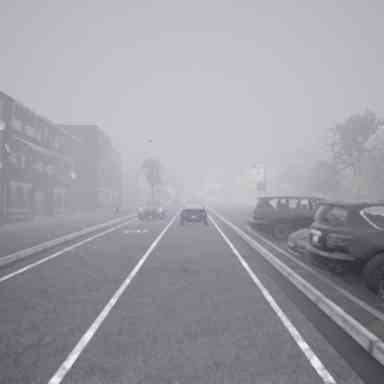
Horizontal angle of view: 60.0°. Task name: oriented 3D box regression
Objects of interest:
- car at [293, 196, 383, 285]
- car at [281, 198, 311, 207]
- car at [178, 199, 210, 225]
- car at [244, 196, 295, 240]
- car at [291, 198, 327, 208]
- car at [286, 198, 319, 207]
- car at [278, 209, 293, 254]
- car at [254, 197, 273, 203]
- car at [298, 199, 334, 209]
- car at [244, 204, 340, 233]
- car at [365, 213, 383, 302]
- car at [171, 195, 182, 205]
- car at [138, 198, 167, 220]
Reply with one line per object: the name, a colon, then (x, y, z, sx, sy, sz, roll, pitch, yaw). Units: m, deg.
car: (5.630, 1.209, 7.961, 5.566, 2.045, 2.435, 0, 0, 0)
car: (18.763, 1.859, 60.096, 4.674, 1.452, 2.002, 0, 0, 0)
car: (0.127, 1.534, 24.702, 1.882, 1.535, 5.008, 0, 0, 0)
car: (5.640, 1.224, 16.371, 5.566, 2.045, 2.435, 0, 0, 0)
car: (18.760, 1.763, 53.547, 5.008, 1.535, 2.097, 0, 0, 0)
car: (18.755, 1.792, 56.820, 4.892, 1.521, 2.231, 0, 0, 0)
car: (5.610, 1.462, 10.766, 4.892, 1.521, 2.231, 0, 0, 0)
car: (18.771, 2.093, 87.601, 4.674, 1.452, 2.002, 0, 0, 0)
car: (18.747, 1.777, 50.398, 4.674, 1.452, 2.002, 0, 0, 0)
car: (5.610, 1.488, 19.172, 4.892, 1.521, 2.231, 0, 0, 0)
car: (5.568, 1.335, 5.160, 4.553, 1.767, 2.185, 0, 0, 0)
car: (-3.182, 1.667, 69.699, 2.150, 2.045, 5.566, 0, -1, 0)
car: (-3.320, 1.444, 28.779, 2.097, 1.767, 4.553, 0, -1, 0)
